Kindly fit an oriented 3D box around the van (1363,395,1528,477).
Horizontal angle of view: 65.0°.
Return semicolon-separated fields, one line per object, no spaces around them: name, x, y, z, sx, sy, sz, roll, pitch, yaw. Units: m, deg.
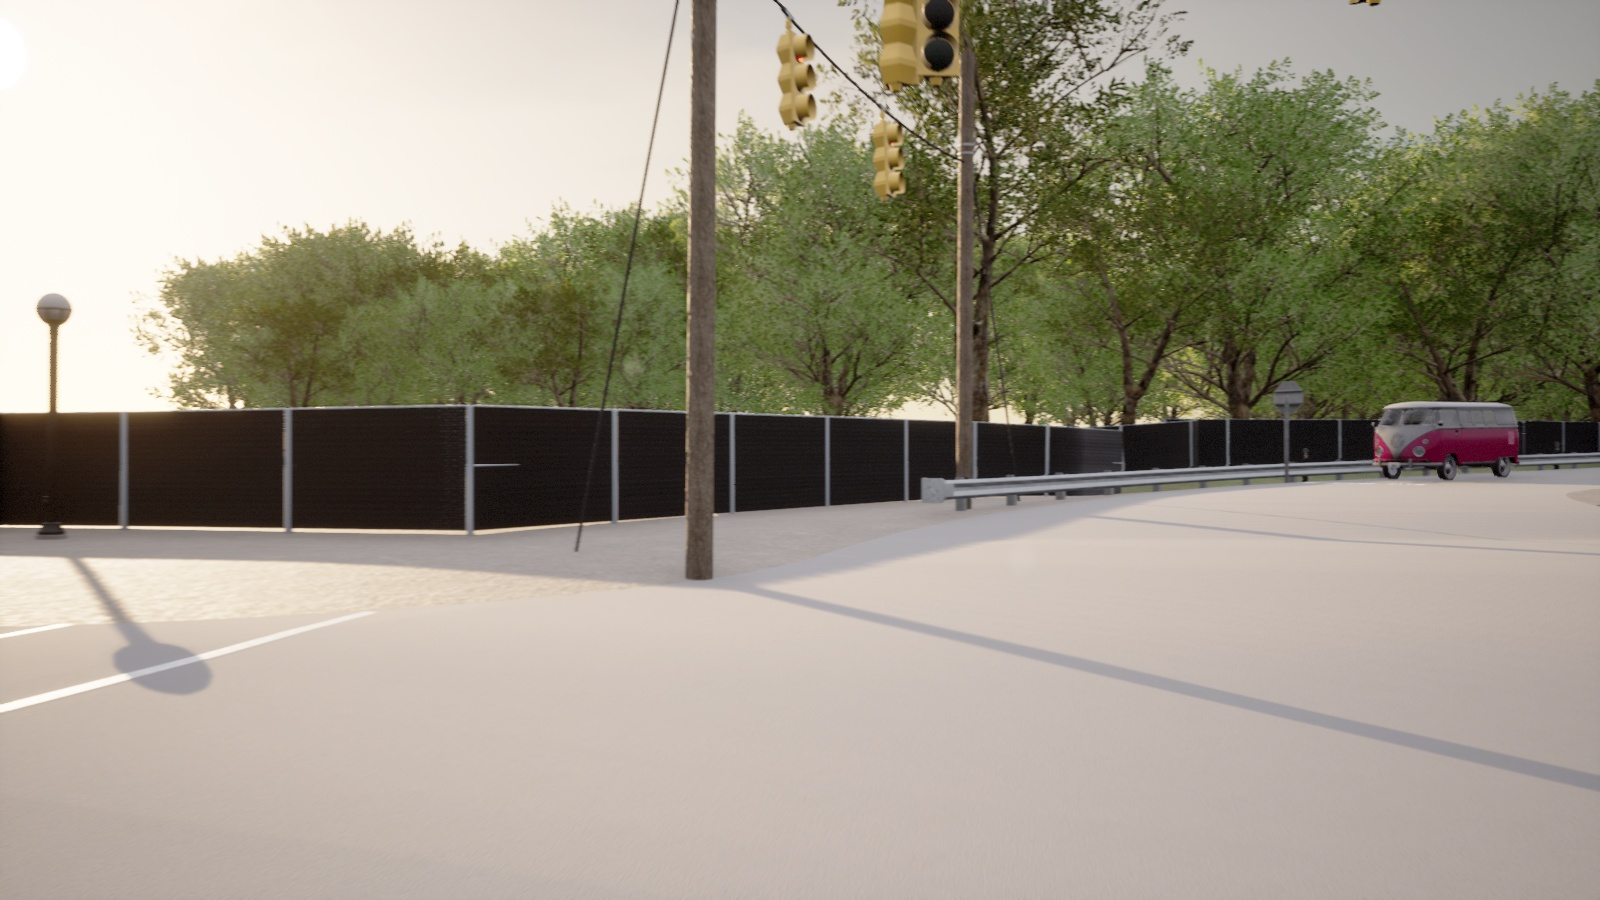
van;16.643;-0.376;32.318;4.442;1.987;1.775;-2;0;-33
